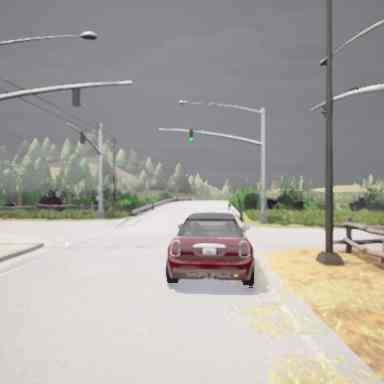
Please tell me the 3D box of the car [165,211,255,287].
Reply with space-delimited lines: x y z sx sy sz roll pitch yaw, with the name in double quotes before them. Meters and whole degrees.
"car" 0.599 1.353 9.605 2.097 1.767 4.553 0 0 6
